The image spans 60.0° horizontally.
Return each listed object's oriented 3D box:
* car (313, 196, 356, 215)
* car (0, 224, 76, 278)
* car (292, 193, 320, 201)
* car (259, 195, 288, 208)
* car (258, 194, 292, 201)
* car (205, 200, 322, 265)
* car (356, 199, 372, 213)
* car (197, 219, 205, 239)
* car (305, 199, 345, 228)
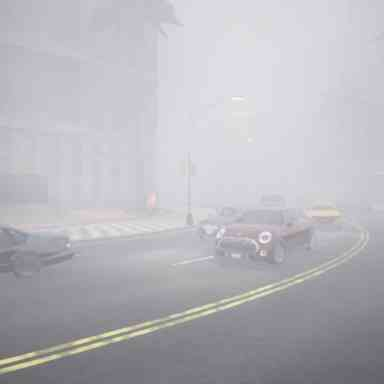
[{"bbox_3d":[14.376,1.476,33.878,1.882,1.535,5.008,0,0,1],"label":"car"},{"bbox_3d":[-5.883,1.548,8.579,5.357,1.411,2.033,0,0,-37],"label":"car"},{"bbox_3d":[16.112,1.219,47.262,2.150,2.045,5.566,0,0,-15],"label":"car"},{"bbox_3d":[11.901,1.349,48.684,2.097,1.767,4.553,0,0,-17],"label":"car"},{"bbox_3d":[6.851,1.221,28.381,2.150,2.045,5.566,0,0,9],"label":"car"},{"bbox_3d":[2.741,1.350,11.896,2.097,1.767,4.553,0,0,39],"label":"car"},{"bbox_3d":[17.743,1.490,36.619,2.128,1.511,4.902,0,0,-3],"label":"car"},{"bbox_3d":[2.067,1.492,16.639,2.128,1.511,4.902,0,0,32],"label":"car"},{"bbox_3d":[8.834,1.476,22.434,1.882,1.535,5.008,0,0,18],"label":"car"}]
